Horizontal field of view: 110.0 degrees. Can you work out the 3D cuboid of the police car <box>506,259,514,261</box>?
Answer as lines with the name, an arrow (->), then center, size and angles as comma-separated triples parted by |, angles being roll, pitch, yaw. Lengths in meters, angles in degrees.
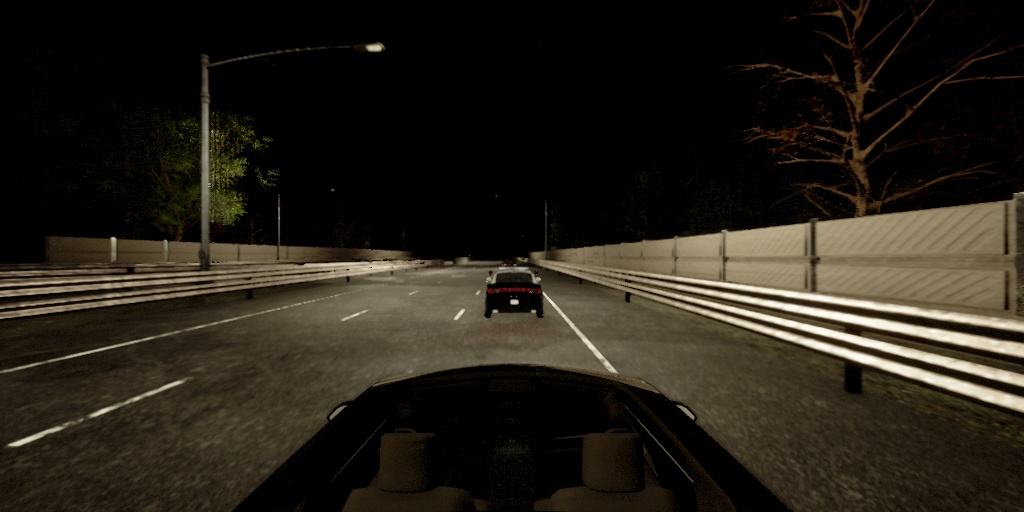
police car -> -0.300, 1.222, 44.066 | 2.038, 1.542, 4.974 | 0, 0, -1

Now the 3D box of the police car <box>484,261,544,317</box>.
police car -> 0.062, 1.167, 13.228 | 1.930, 1.638, 5.238 | 0, 0, 0
